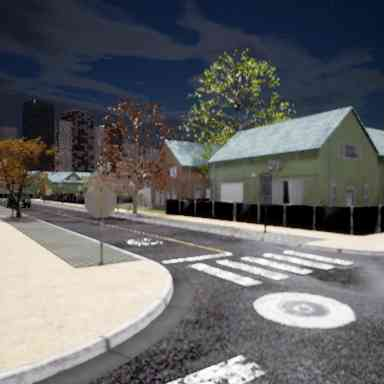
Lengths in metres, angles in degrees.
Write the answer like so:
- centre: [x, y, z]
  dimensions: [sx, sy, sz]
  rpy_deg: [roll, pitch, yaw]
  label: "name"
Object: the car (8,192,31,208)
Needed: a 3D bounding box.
- centre: [-22.755, 1.039, 43.824]
  dimensions: [2.150, 2.045, 5.566]
  rpy_deg: [0, 0, -35]
  label: "car"
